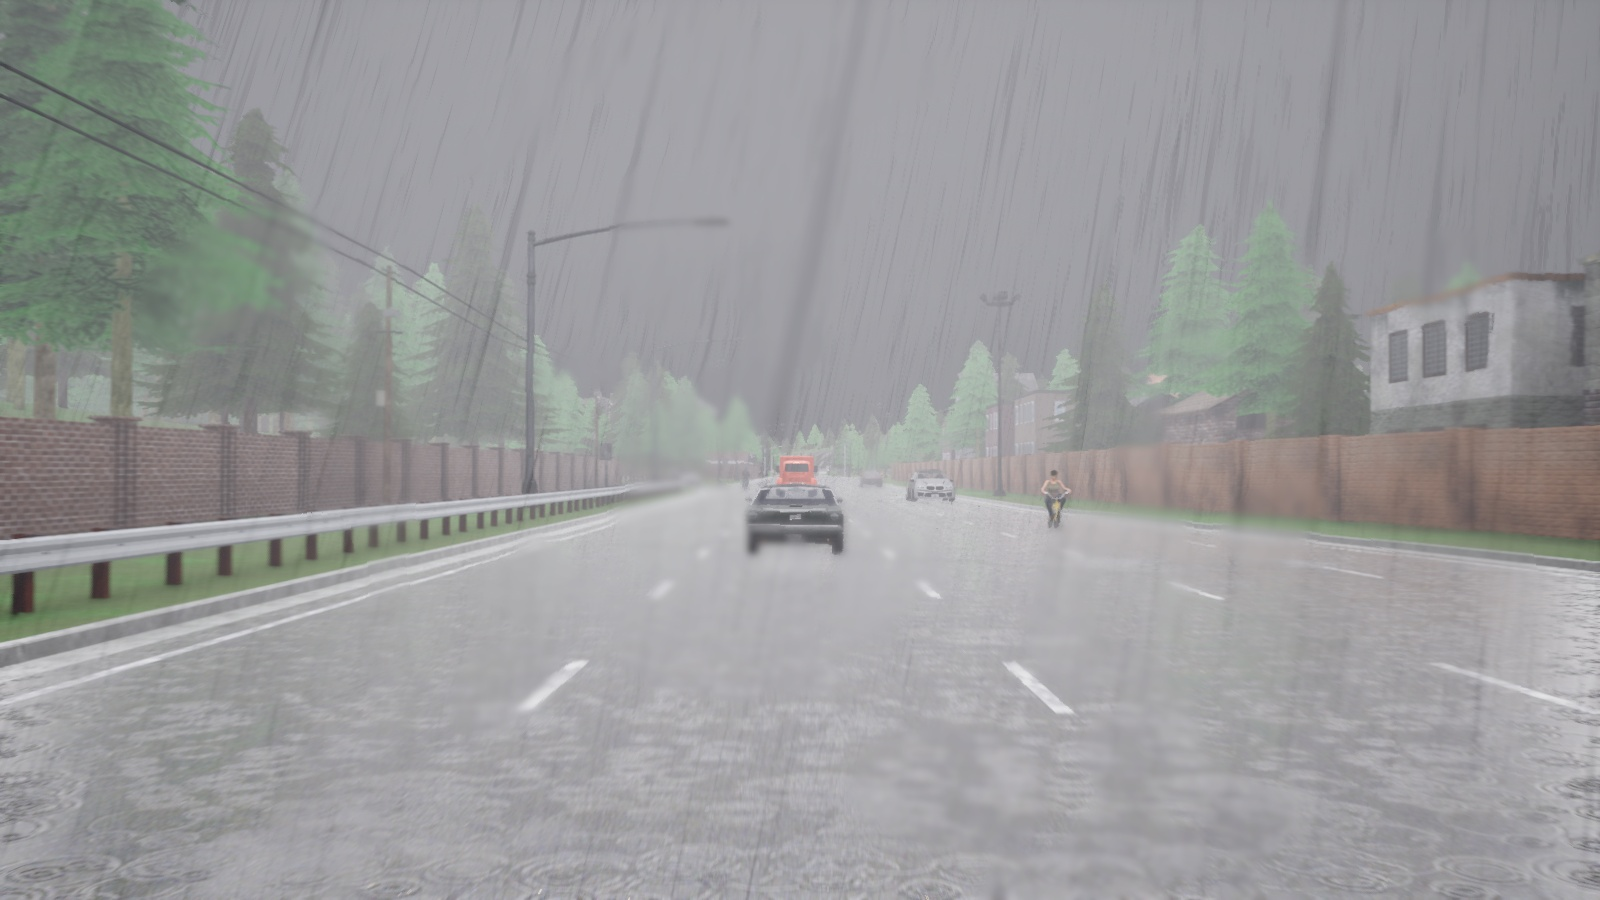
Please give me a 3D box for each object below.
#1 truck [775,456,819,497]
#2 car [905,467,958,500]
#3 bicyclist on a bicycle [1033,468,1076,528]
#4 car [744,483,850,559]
[{"bbox_3d":[-0.190,1.615,77.138,2.627,2.467,5.204,0,-1,0],"label":"truck"},{"bbox_3d":[6.839,1.727,65.647,2.242,1.667,4.611,0,-1,0],"label":"car"},{"bbox_3d":[6.921,1.294,34.208,0.866,1.612,1.509,0,-1,0],"label":"bicyclist on a bicycle"},{"bbox_3d":[-0.060,1.328,24.729,1.895,1.301,4.718,0,-1,0],"label":"car"}]
